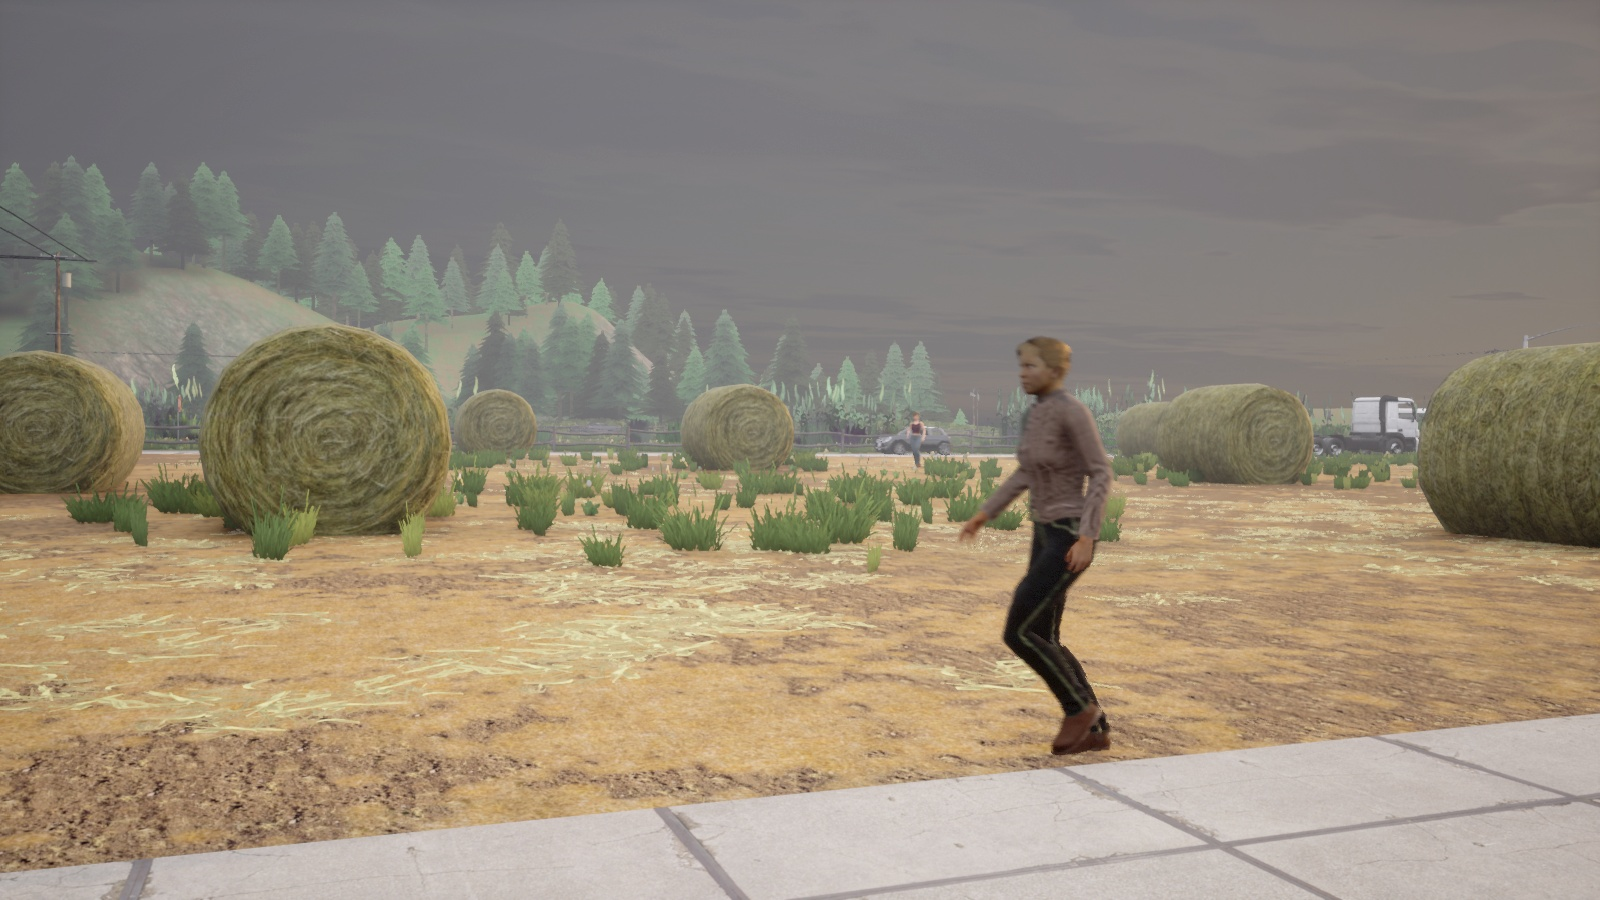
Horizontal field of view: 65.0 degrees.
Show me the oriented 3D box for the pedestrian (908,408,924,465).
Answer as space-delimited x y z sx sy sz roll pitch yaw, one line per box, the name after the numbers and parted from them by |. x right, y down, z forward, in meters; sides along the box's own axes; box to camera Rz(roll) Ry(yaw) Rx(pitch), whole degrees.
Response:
3.747 -0.431 40.641 0.345 1.836 0.594 0 1 24 | pedestrian

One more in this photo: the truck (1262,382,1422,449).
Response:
29.338 -1.891 68.008 7.936 3.462 2.891 -1 1 -17 | truck

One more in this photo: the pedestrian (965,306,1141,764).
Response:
1.059 0.340 5.283 0.634 1.846 0.331 -1 1 -12 | pedestrian

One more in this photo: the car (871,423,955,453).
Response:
5.778 -0.636 64.494 3.806 1.475 1.970 -1 1 -17 | car

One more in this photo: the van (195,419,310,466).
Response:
-24.080 -0.362 55.379 4.442 1.987 1.775 -1 1 -17 | van
